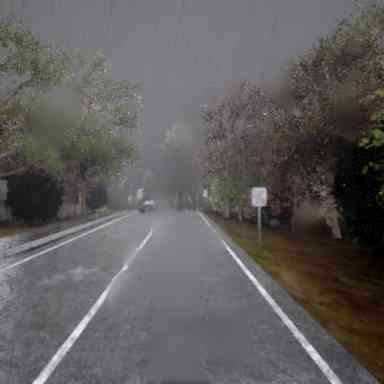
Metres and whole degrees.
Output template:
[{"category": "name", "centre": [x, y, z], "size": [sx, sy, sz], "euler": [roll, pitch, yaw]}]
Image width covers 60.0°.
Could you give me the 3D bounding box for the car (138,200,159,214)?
[{"category": "car", "centre": [-4.583, 1.582, 35.929], "size": [1.812, 1.442, 4.674], "euler": [0, -1, -2]}]
